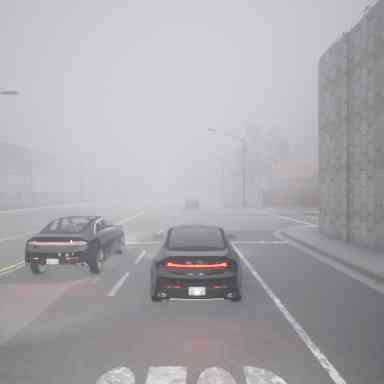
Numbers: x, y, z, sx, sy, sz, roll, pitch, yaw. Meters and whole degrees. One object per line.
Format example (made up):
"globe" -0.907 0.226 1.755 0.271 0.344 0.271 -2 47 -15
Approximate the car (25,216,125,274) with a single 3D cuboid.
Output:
"car" -3.421 1.491 10.571 2.128 1.511 4.902 0 0 0

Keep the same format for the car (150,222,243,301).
"car" 0.085 1.505 8.300 1.837 1.490 4.892 0 0 0

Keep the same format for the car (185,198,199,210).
"car" 0.012 1.490 43.839 2.128 1.511 4.902 0 0 0
